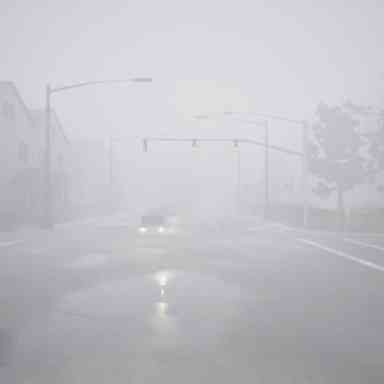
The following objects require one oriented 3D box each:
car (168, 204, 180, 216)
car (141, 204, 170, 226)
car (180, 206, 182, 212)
[{"bbox_3d":[-3.240,2.428,45.844,2.097,1.767,4.553,0,-1,1],"label":"car"},{"bbox_3d":[-3.371,2.178,30.089,1.882,1.535,5.008,0,-1,0],"label":"car"},{"bbox_3d":[-3.021,3.076,64.186,1.812,1.442,4.674,0,-1,0],"label":"car"}]
